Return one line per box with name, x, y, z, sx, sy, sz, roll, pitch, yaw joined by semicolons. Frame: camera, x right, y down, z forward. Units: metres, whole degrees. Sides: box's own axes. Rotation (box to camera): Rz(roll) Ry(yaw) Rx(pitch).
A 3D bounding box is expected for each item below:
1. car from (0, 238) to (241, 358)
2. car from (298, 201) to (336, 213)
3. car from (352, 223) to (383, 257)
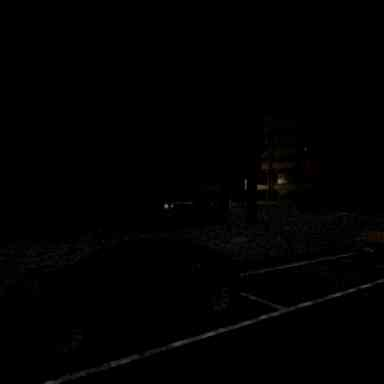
car;-0.996;1.580;6.044;4.313;1.339;1.947;0;0;-35
car;15.356;1.849;40.977;1.812;1.442;4.674;1;0;-36
car;7.756;1.601;12.282;4.829;1.417;1.752;0;0;-35
